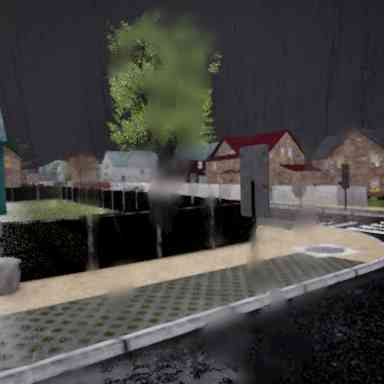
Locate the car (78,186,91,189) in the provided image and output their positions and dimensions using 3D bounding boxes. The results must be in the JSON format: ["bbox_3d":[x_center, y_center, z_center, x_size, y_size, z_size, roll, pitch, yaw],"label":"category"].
[{"bbox_3d":[-15.794,-0.212,48.947,1.895,1.301,4.718,-2,3,-35],"label":"car"}]

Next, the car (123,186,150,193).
[{"bbox_3d":[-5.680,0.150,34.293,2.128,1.511,4.902,-2,3,-35],"label":"car"}]
